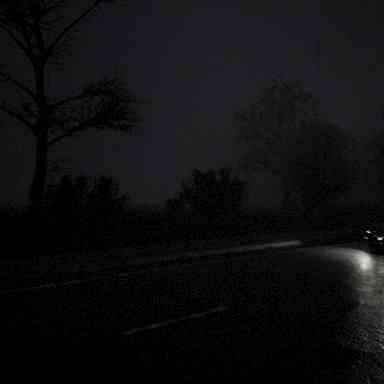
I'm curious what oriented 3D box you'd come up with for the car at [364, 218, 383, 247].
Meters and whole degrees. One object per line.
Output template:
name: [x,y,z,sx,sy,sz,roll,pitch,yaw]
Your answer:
car: [8.982,1.445,13.230,4.892,1.490,1.837,0,0,-28]
